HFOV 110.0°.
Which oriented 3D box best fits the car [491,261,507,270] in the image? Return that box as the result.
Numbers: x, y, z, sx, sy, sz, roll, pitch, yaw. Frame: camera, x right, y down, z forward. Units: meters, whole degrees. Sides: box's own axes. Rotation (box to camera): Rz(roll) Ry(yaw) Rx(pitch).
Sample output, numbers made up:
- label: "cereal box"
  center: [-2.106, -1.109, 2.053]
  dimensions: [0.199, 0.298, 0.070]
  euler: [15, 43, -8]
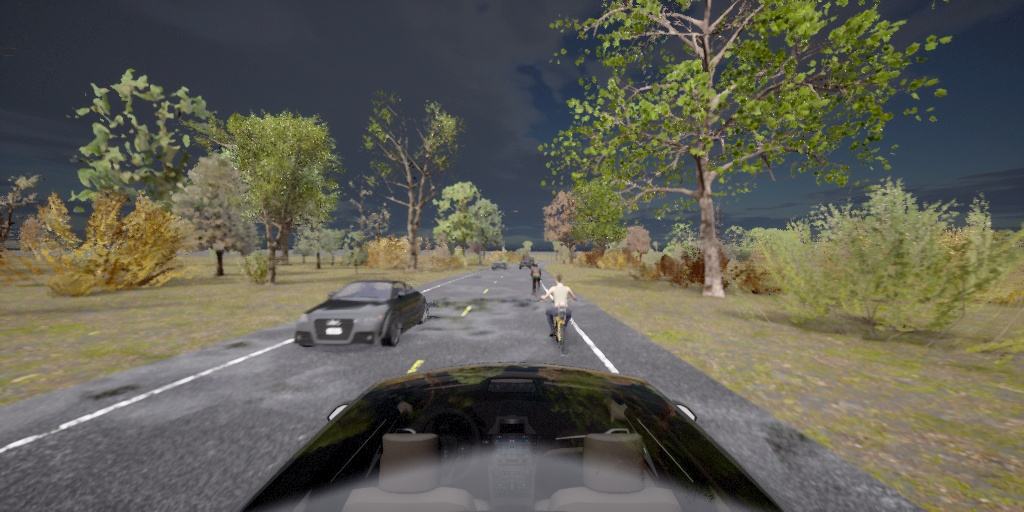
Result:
- label: "car"
  center: [-1.846, 1.397, 52.557]
  dimensions: [1.994, 1.385, 4.181]
  euler: [0, 0, 4]

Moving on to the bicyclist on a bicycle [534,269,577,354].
- label: "bicyclist on a bicycle"
  center: [1.028, 1.186, 7.830]
  dimensions: [0.866, 1.612, 1.509]
  euler: [0, 0, 0]

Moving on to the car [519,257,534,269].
- label: "car"
  center: [2.204, 1.366, 57.674]
  dimensions: [1.837, 1.490, 4.892]
  euler: [0, 0, 4]

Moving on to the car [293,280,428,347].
- label: "car"
  center: [-3.531, 1.313, 9.148]
  dimensions: [1.994, 1.385, 4.181]
  euler: [0, 0, 1]

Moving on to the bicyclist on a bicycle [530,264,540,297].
- label: "bicyclist on a bicycle"
  center: [1.159, 1.210, 17.188]
  dimensions: [0.582, 1.620, 1.656]
  euler: [0, 0, 1]
